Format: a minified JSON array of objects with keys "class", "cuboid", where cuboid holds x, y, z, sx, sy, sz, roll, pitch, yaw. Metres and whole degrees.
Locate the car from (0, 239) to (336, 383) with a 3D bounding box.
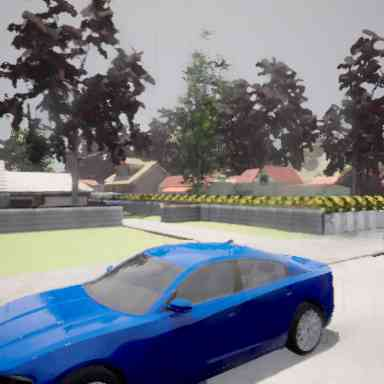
[{"class":"car","cuboid":[-0.101,1.479,4.509,5.008,1.535,1.882,0,0,-35]}]
